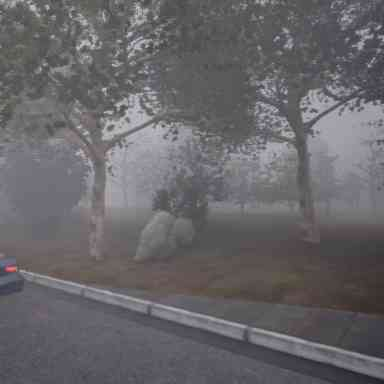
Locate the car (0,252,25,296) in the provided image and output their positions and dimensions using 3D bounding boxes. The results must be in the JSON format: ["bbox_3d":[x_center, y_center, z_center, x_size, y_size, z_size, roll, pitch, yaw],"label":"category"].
[{"bbox_3d":[-5.984,1.621,7.643,5.357,1.411,2.033,0,0,35],"label":"car"}]
